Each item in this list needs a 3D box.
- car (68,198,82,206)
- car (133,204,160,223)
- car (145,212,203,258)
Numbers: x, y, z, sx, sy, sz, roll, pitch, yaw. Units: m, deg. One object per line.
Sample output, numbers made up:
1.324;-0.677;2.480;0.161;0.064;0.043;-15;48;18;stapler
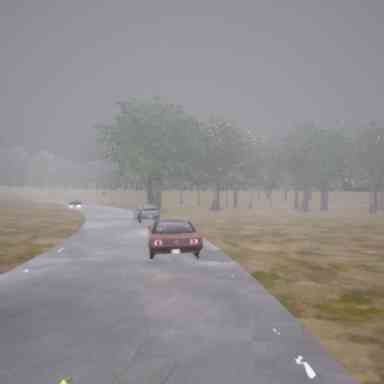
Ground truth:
-20.960;1.694;59.332;1.994;1.385;4.181;0;0;-27;car
-3.947;1.758;28.567;2.128;1.511;4.902;0;0;-16;car
-0.836;1.730;13.438;1.895;1.301;4.718;-1;0;-8;car
